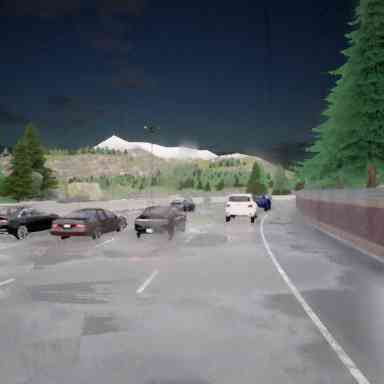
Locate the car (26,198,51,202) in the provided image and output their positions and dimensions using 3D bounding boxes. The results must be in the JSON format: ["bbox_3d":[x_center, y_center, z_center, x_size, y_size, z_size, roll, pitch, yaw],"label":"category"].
[{"bbox_3d":[-22.539,1.598,48.085,1.895,1.301,4.718,0,0,19],"label":"car"}]

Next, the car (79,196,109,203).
[{"bbox_3d":[-12.607,1.523,44.693,1.812,1.442,4.674,0,0,19],"label":"car"}]

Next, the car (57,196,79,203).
[{"bbox_3d":[-15.862,1.349,45.962,2.097,1.767,4.553,0,0,19],"label":"car"}]

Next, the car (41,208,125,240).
[{"bbox_3d":[-5.076,1.546,17.093,2.033,1.411,5.357,0,0,9],"label":"car"}]

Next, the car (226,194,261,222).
[{"bbox_3d":[4.024,1.211,26.455,2.150,2.045,5.566,0,-1,14],"label":"car"}]

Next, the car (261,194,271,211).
[{"bbox_3d":[8.225,1.221,40.078,2.150,2.045,5.566,0,0,20],"label":"car"}]

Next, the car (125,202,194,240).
[{"bbox_3d":[-1.470,1.490,17.198,2.128,1.511,4.902,0,0,9],"label":"car"}]

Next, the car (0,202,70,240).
[{"bbox_3d":[-8.581,1.490,17.032,2.128,1.511,4.902,0,0,9],"label":"car"}]

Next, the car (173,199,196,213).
[{"bbox_3d":[-0.965,1.490,34.633,2.128,1.511,4.902,0,0,16],"label":"car"}]
